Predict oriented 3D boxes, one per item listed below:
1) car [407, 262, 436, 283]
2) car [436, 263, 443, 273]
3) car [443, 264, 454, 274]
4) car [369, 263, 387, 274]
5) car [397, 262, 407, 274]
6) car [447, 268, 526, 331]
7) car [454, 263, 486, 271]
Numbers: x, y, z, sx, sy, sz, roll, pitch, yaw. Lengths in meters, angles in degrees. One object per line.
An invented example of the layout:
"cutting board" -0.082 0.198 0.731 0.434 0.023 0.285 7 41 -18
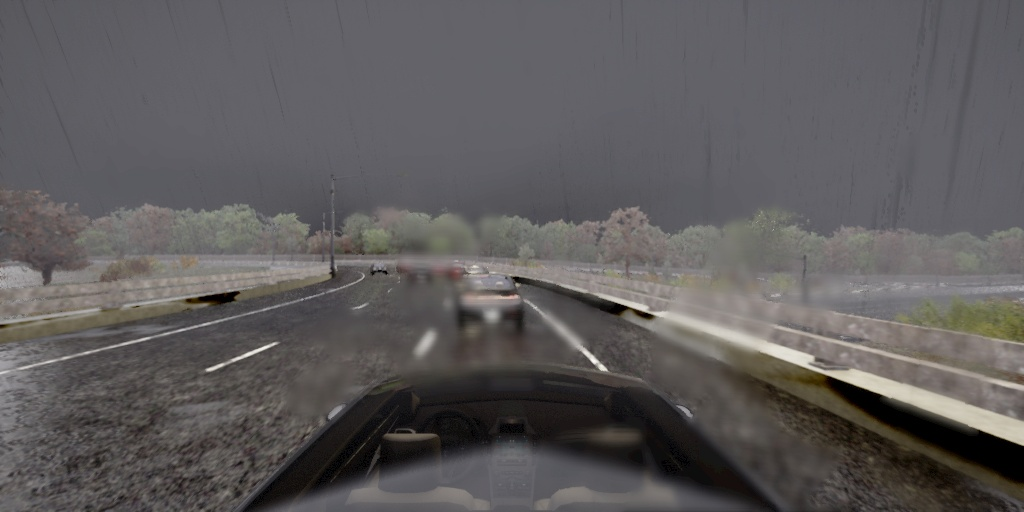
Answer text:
"car" -7.719 1.418 30.379 1.837 1.490 4.892 0 0 -15
"car" -9.580 1.559 45.945 1.994 1.385 4.181 0 0 -23
"car" -4.955 1.398 33.395 1.882 1.535 5.008 0 0 -16
"car" -16.828 1.551 45.138 2.033 1.411 5.357 0 0 -25
"car" -13.665 1.482 46.495 1.882 1.535 5.008 0 0 -24
"car" -0.703 1.289 11.235 2.128 1.511 4.902 0 -1 -5
"car" -2.326 1.352 22.387 2.128 1.511 4.902 0 0 -11
